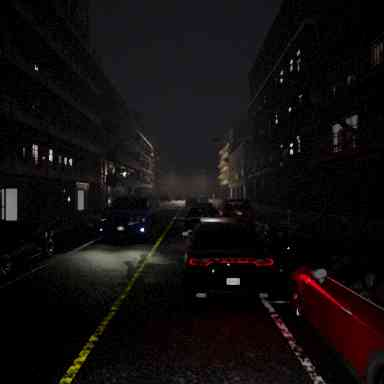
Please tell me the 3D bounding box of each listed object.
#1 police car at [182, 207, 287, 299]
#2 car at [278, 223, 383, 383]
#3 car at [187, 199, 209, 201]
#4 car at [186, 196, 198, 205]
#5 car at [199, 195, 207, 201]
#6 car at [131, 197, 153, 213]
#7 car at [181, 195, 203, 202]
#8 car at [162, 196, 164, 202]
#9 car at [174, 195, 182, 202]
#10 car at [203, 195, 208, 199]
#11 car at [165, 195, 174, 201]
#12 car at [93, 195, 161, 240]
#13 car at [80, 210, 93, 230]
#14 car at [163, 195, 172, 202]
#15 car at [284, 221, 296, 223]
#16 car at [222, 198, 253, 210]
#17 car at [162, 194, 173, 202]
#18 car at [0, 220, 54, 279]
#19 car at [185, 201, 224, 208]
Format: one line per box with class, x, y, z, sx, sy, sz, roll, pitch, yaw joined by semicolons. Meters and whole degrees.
police car;0.762;1.425;8.646;1.930;1.638;5.238;0;0;0
car;2.694;1.440;4.400;1.967;1.590;4.097;0;0;0
car;0.790;1.503;24.505;1.837;1.490;4.892;0;0;-2
car;0.015;1.534;59.913;2.033;1.411;5.357;0;0;0
car;2.712;1.521;83.309;1.887;1.381;4.507;0;0;0
car;-5.679;1.434;38.224;1.967;1.590;4.097;0;0;0
car;0.022;1.483;46.212;2.128;1.511;4.902;0;0;0
car;-5.677;1.573;49.497;1.802;1.307;4.206;0;0;0
car;-2.982;1.506;75.617;1.812;1.442;4.674;0;0;0
car;2.709;1.507;72.206;1.752;1.417;4.829;0;0;0
car;-5.669;1.521;83.315;1.887;1.381;4.507;0;0;0
car;-3.095;1.221;17.188;2.150;2.045;5.566;0;0;0
car;-5.683;1.524;21.144;1.752;1.417;4.829;0;0;0
car;-5.670;1.419;77.678;1.967;1.590;4.097;0;0;0
car;2.696;1.551;10.035;2.008;1.369;4.403;0;0;0
car;2.699;1.313;21.309;2.192;1.841;5.009;0;0;0
car;-5.670;1.297;72.042;2.192;1.841;5.009;0;0;0
car;-5.686;1.566;10.040;1.947;1.339;4.313;0;0;0
car;0.671;1.481;18.602;1.882;1.535;5.008;0;0;5
